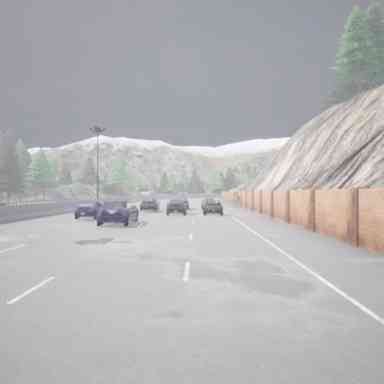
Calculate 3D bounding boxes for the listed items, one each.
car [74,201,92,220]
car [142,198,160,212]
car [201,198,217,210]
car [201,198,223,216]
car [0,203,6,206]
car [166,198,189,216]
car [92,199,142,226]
[{"bbox_3d":[-8.546,1.519,28.368,1.812,1.442,4.674,0,0,1],"label":"car"},{"bbox_3d":[-4.904,1.483,39.053,2.128,1.511,4.902,0,0,1],"label":"car"},{"bbox_3d":[2.148,1.516,43.203,1.812,1.442,4.674,0,0,1],"label":"car"},{"bbox_3d":[2.012,1.485,32.750,2.128,1.511,4.902,0,0,1],"label":"car"},{"bbox_3d":[-19.176,1.471,30.580,1.882,1.535,5.008,0,0,1],"label":"car"},{"bbox_3d":[-1.486,1.498,32.943,1.837,1.490,4.892,0,0,0],"label":"car"},{"bbox_3d":[-5.112,1.350,23.470,2.097,1.767,4.553,0,0,1],"label":"car"}]
